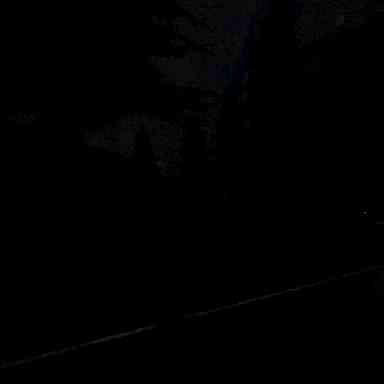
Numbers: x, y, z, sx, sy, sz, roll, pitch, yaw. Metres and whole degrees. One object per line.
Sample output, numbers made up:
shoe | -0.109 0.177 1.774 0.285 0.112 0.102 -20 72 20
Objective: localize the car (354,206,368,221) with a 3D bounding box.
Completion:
car | 12.537 1.541 27.425 1.812 1.442 4.674 0 0 -36
